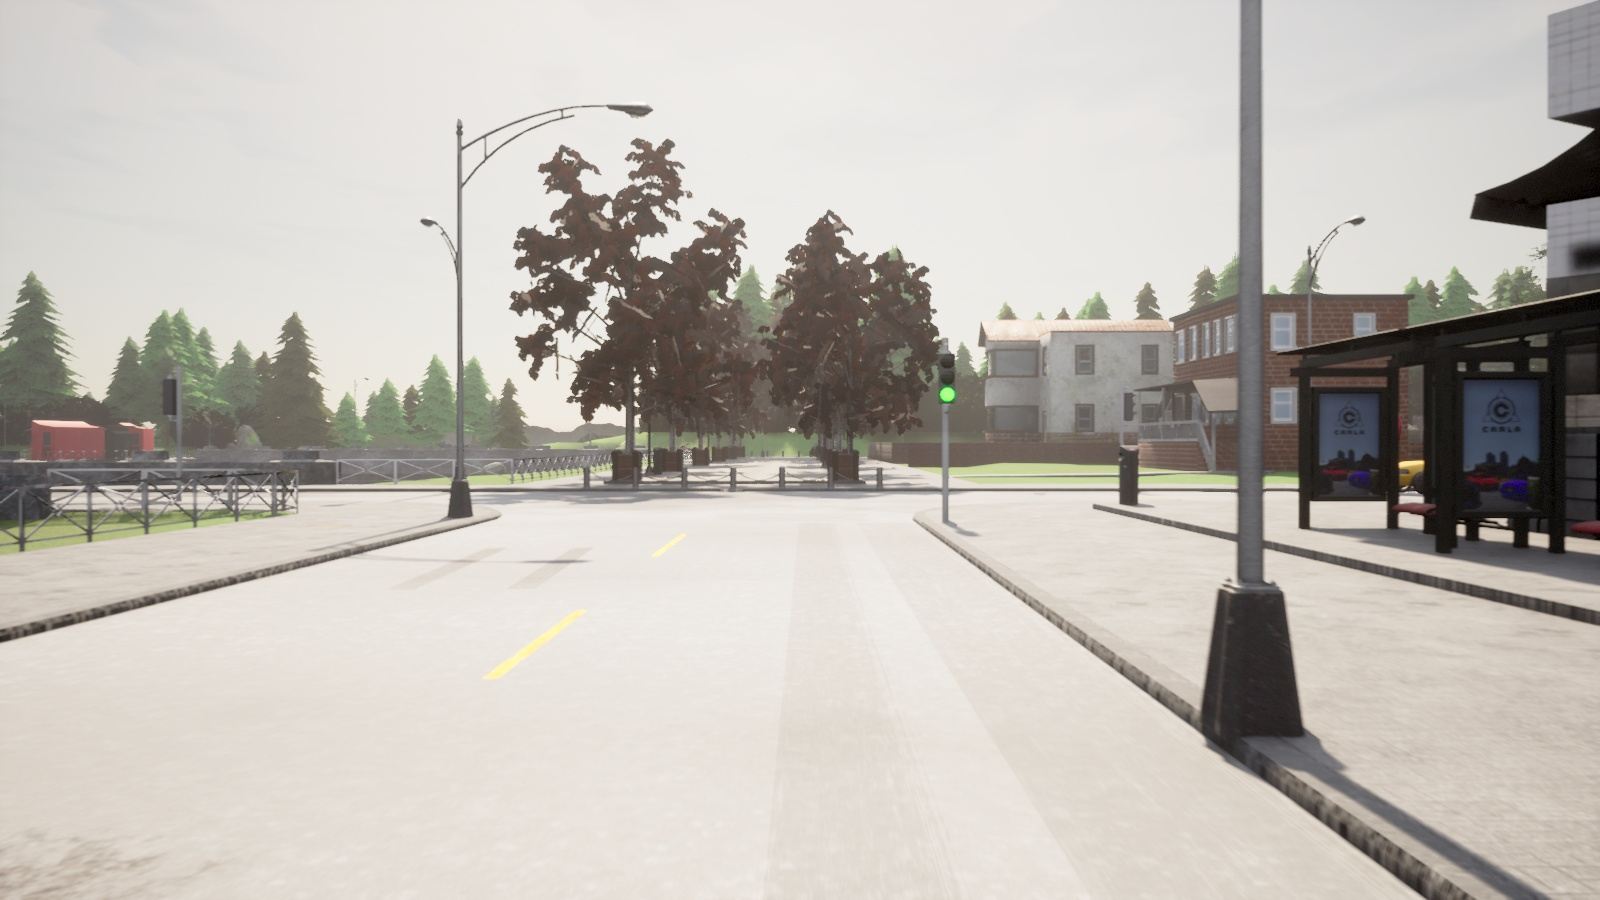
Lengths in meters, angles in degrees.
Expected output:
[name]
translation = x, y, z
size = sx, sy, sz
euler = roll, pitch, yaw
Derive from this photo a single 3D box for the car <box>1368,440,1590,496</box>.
[car]
translation = 19.411, 0.498, 36.052
size = 5.366, 1.575, 1.801
euler = 0, 0, 1
